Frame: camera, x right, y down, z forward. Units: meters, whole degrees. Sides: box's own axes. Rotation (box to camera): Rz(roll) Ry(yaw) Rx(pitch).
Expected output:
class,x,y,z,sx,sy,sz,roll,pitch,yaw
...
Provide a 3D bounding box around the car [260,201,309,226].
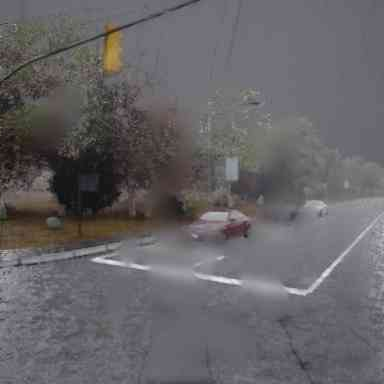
class,x,y,z,sx,sy,sz,roll,pitch,yaw
car,6.468,1.550,23.619,2.033,1.411,5.357,0,0,32

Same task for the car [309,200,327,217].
class,x,y,z,sx,sy,sz,roll,pitch,yaw
car,11.777,1.528,32.006,1.812,1.442,4.674,0,0,32

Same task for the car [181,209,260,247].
class,x,y,z,sx,sy,sz,roll,pitch,yaw
car,1.327,1.528,15.434,1.812,1.442,4.674,0,0,32
